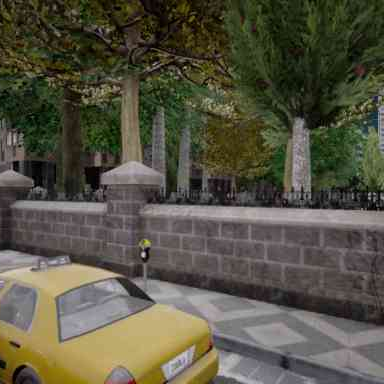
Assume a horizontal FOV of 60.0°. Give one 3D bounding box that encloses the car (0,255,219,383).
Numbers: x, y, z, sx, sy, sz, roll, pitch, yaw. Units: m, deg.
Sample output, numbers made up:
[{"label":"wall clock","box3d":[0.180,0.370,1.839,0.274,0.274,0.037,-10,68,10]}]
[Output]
[{"label":"car","box3d":[-1.997,1.525,4.383,4.829,1.417,1.752,0,0,35]}]
